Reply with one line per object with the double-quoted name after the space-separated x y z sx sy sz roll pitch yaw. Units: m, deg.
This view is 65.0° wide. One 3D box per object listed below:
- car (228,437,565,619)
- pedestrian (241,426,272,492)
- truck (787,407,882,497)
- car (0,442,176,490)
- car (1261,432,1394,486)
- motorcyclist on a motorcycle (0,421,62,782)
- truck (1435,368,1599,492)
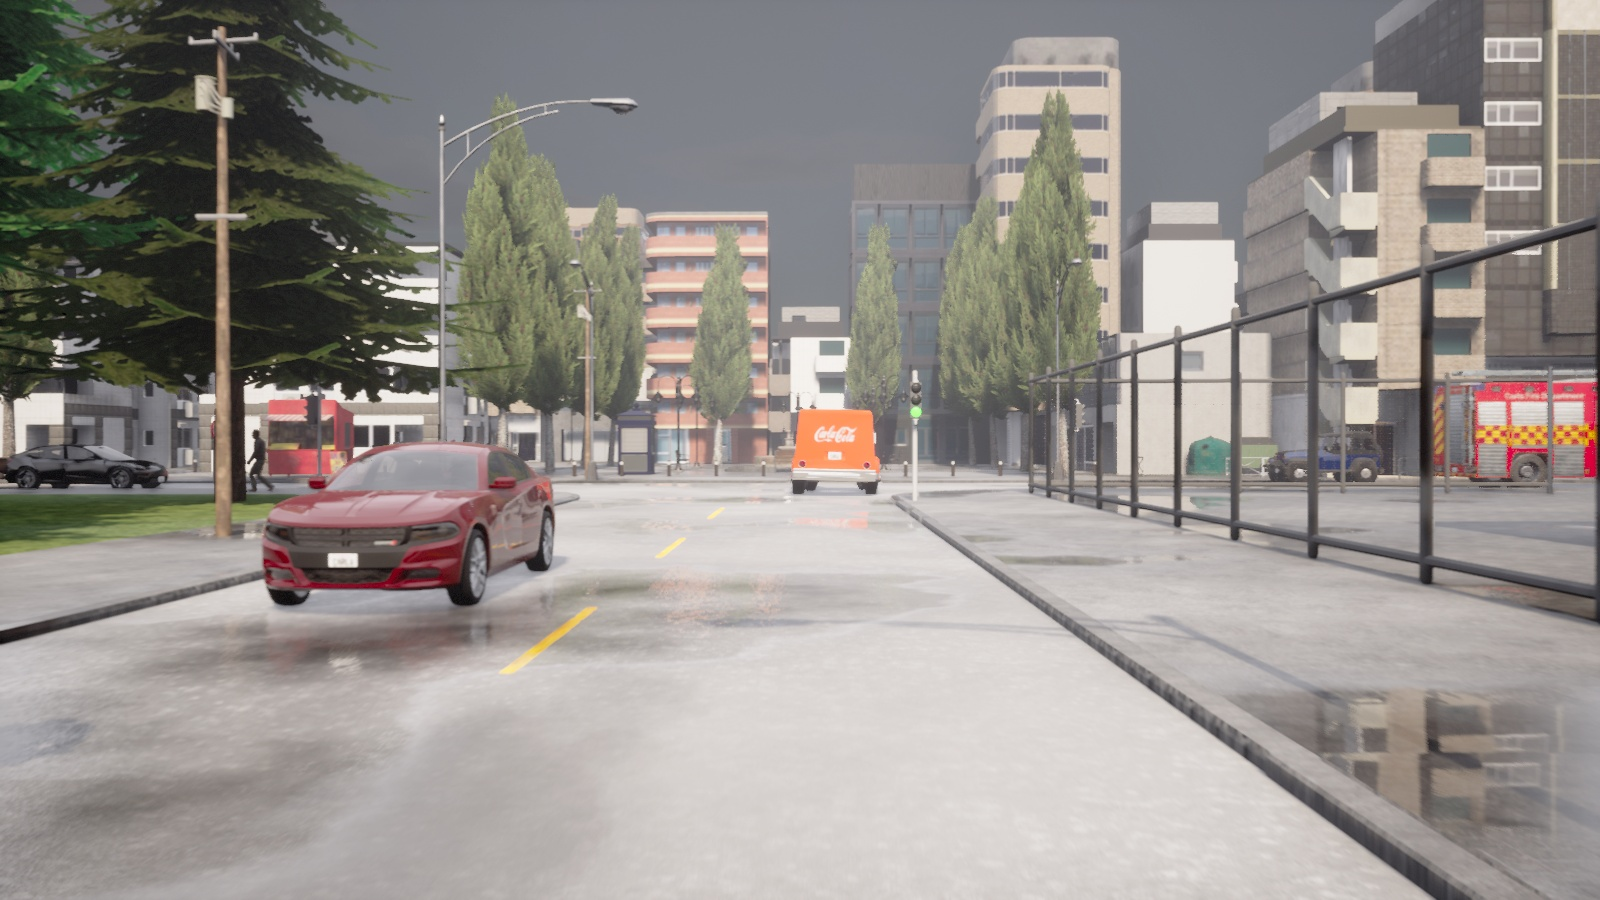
-3.881 0.647 13.115 1.882 1.535 5.008 0 0 0 "car"
-15.269 0.245 35.270 0.703 1.840 0.431 0 0 -5 "pedestrian"
1.050 0.045 38.033 2.627 2.467 5.204 1 0 2 "truck"
-23.092 0.499 40.585 4.792 1.488 2.163 0 0 1 "car"
18.555 0.308 44.299 3.866 1.878 1.905 0 0 0 "car"
-3.950 0.668 5.066 0.866 1.590 1.817 0 0 0 "motorcyclist on a motorcycle"
25.344 -0.625 40.259 8.468 3.827 2.891 0 0 1 "truck"
